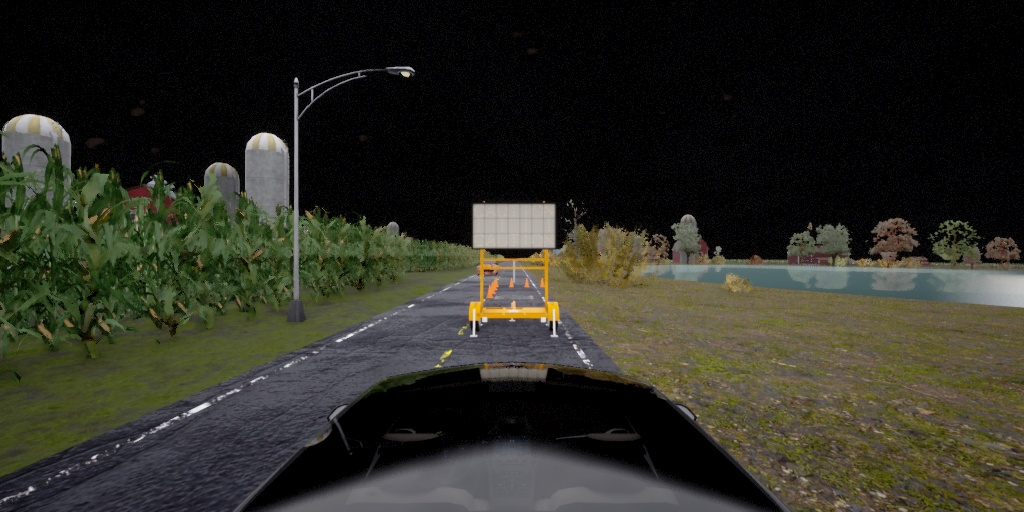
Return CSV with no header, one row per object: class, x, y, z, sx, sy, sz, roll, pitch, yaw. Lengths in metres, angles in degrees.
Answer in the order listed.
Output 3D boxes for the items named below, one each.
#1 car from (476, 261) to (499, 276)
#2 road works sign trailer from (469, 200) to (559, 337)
car,-2.524,1.138,37.396,2.097,1.767,4.553,0,0,0
road works sign trailer,0.061,0.217,10.274,2.380,3.560,2.880,0,0,0
